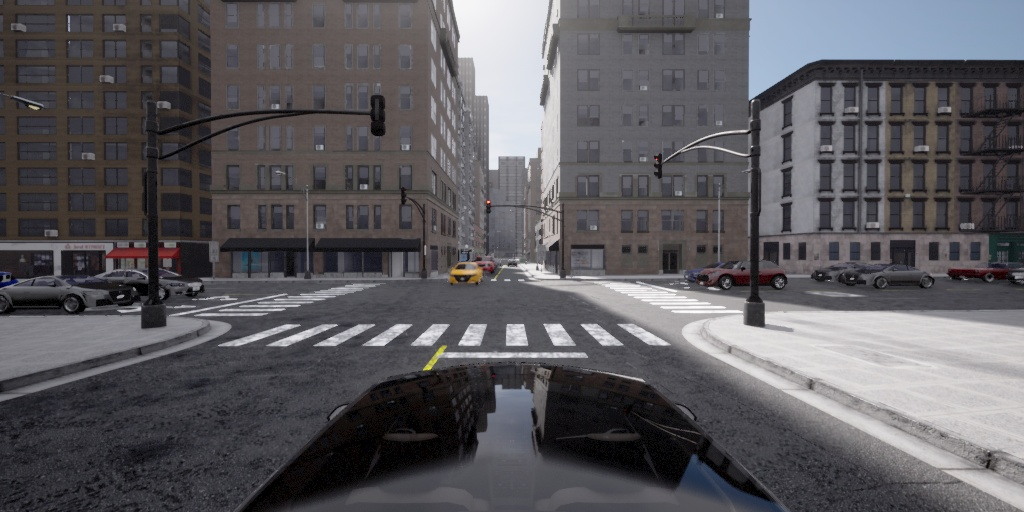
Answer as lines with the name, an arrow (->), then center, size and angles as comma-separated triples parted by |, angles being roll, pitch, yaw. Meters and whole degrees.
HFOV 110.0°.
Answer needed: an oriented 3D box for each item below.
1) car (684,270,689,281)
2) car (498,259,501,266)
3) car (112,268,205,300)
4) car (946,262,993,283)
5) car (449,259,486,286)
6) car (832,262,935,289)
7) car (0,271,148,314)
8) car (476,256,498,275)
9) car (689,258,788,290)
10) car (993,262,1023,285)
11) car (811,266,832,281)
car -> 14.176, 1.127, 24.324 | 4.674, 1.442, 1.812 | 0, 1, 0
car -> -3.121, 1.370, 54.333 | 1.895, 1.301, 4.718 | 0, 0, 0
car -> -17.794, 1.335, 17.474 | 4.902, 1.511, 2.128 | 0, 1, 1
car -> 32.843, 1.073, 24.408 | 4.718, 1.301, 1.895 | 0, 1, 0
car -> -3.114, 1.172, 25.026 | 1.882, 1.535, 5.008 | -1, 0, 0
car -> 21.992, 1.148, 21.115 | 4.181, 1.385, 1.994 | 0, 1, -1
car -> -17.525, 1.441, 14.215 | 4.181, 1.385, 1.994 | 0, 1, 0
car -> -3.115, 0.981, 40.350 | 2.150, 2.045, 5.566 | 0, 0, 0
car -> 13.349, 0.994, 21.048 | 4.553, 1.767, 2.097 | 0, 1, -1
car -> 32.389, 1.002, 21.156 | 4.902, 1.511, 2.128 | 0, 1, 0
car -> 22.923, 1.106, 24.375 | 4.181, 1.385, 1.994 | 0, 1, -1
